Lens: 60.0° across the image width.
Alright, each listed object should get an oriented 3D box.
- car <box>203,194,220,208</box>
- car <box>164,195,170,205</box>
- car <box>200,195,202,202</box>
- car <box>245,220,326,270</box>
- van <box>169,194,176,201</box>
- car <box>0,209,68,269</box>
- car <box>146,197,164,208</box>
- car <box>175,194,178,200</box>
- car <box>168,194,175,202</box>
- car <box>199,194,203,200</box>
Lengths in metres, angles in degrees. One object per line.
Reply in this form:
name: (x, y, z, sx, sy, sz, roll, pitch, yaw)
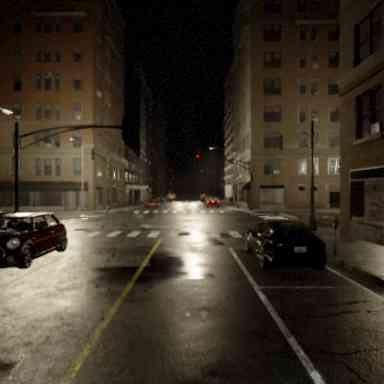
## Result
car: (2.947, 1.440, 47.953, 1.967, 1.590, 4.097, 0, 0, 0)
car: (-5.545, 1.563, 58.793, 2.008, 1.369, 4.403, 0, 0, 0)
car: (2.980, 1.563, 58.771, 2.008, 1.369, 4.403, 0, 0, 0)
car: (2.869, 1.559, 10.863, 1.947, 1.339, 4.313, 0, 0, 0)
van: (-5.449, 1.438, 91.245, 1.690, 1.788, 3.998, 0, 0, 0)
car: (-5.656, 1.433, 10.874, 1.967, 1.590, 4.097, 0, 0, 0)
car: (-5.578, 1.582, 47.977, 1.802, 1.307, 4.206, 0, 0, 0)
car: (-5.465, 1.393, 85.837, 2.192, 1.841, 5.009, 0, 0, 0)
car: (-5.497, 1.570, 74.849, 1.752, 1.417, 4.829, 0, 0, 0)
car: (3.011, 1.472, 69.589, 1.967, 1.590, 4.097, 0, 0, 0)
